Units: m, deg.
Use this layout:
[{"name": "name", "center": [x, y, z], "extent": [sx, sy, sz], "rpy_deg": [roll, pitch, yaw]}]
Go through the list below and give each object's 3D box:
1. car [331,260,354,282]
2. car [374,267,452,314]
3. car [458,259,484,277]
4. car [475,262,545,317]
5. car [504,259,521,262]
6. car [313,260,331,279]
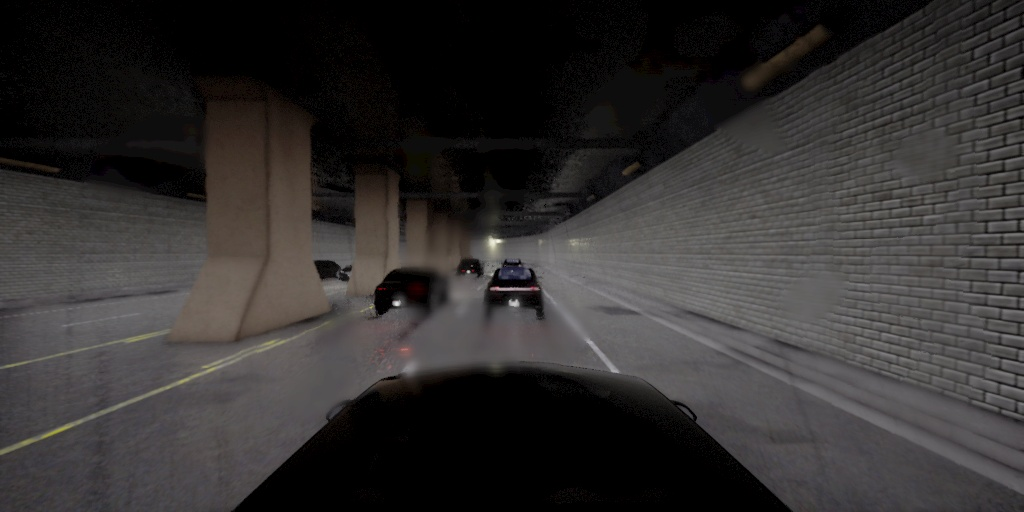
[{"name": "car", "center": [-10.580, 1.013, 25.847], "extent": [2.128, 1.511, 4.902], "rpy_deg": [0, 0, 0]}, {"name": "car", "center": [-3.416, 1.146, 13.104], "extent": [1.837, 1.490, 4.892], "rpy_deg": [0, 0, 0]}, {"name": "car", "center": [-3.445, 0.975, 30.744], "extent": [1.837, 1.490, 4.892], "rpy_deg": [0, 1, 0]}, {"name": "car", "center": [0.085, 1.136, 12.627], "extent": [2.128, 1.511, 4.902], "rpy_deg": [0, 1, 0]}, {"name": "car", "center": [0.056, 0.960, 30.682], "extent": [2.128, 1.511, 4.902], "rpy_deg": [0, 1, 0]}, {"name": "car", "center": [-14.080, 1.028, 25.835], "extent": [1.837, 1.490, 4.892], "rpy_deg": [0, 0, 0]}]
